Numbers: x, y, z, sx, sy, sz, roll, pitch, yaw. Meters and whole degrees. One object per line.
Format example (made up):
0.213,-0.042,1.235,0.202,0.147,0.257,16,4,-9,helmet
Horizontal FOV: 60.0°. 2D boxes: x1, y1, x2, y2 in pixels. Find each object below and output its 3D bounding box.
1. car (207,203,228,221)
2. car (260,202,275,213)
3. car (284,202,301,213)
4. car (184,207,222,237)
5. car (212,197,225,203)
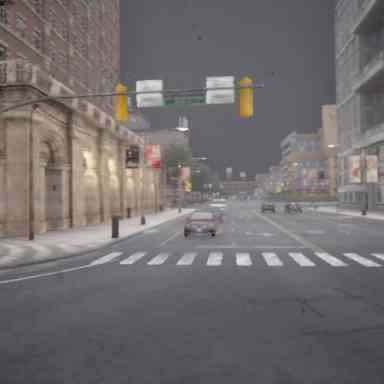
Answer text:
1.984,2.065,31.295,2.128,1.511,4.902,-1,-1,7,car
11.330,2.307,49.834,1.837,1.490,4.892,-1,-1,7,car
14.727,2.230,48.773,2.128,1.511,4.902,-1,-1,7,car
0.714,1.920,20.952,1.812,1.442,4.674,-1,-1,8,car
3.647,2.037,45.341,2.150,2.045,5.566,-1,-1,6,car
